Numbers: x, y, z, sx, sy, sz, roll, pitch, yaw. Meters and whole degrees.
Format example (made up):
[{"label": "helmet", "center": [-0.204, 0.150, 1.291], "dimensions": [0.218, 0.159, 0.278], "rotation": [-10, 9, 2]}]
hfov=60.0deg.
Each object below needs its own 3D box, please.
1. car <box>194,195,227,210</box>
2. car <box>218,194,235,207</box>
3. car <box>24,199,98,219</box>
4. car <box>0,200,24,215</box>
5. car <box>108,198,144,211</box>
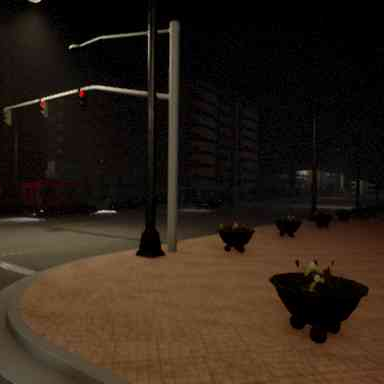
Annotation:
[{"label": "car", "center": [2.235, 1.532, 44.460], "dimensions": [1.882, 1.535, 5.008], "rotation": [1, 0, 35]}, {"label": "car", "center": [5.023, 1.351, 54.356], "dimensions": [2.150, 2.045, 5.566], "rotation": [1, 0, 35]}, {"label": "car", "center": [-10.176, 1.303, 26.890], "dimensions": [2.033, 1.411, 5.357], "rotation": [1, 0, 35]}, {"label": "car", "center": [-14.808, 1.266, 26.388], "dimensions": [1.895, 1.301, 4.718], "rotation": [1, 0, 35]}, {"label": "car", "center": [-7.281, 1.392, 37.066], "dimensions": [1.994, 1.385, 4.181], "rotation": [1, 0, 36]}]
